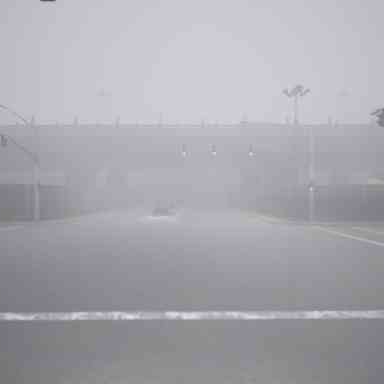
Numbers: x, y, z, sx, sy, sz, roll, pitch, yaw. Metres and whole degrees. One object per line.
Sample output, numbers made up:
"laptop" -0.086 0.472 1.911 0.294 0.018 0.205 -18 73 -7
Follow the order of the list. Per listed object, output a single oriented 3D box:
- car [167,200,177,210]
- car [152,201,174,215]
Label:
"car" -3.552 2.135 55.766 1.837 1.490 4.892 0 -1 0
"car" -3.589 2.048 39.569 1.895 1.301 4.718 0 -1 0
